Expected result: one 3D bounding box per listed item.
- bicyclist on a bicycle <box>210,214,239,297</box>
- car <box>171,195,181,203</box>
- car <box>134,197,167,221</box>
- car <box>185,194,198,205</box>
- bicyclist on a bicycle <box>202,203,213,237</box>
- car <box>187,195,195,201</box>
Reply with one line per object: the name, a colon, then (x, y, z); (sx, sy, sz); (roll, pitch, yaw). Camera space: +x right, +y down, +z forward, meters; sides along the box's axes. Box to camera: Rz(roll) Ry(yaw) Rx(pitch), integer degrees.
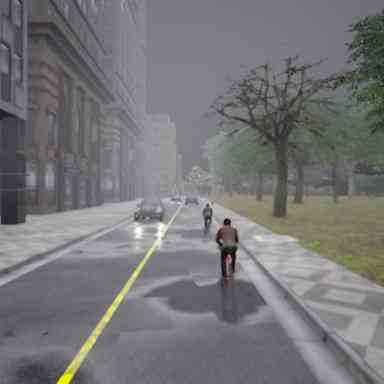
bicyclist on a bicycle: (0.811, 1.423, 7.524); (0.582, 1.620, 1.656); (0, 0, 0)
car: (-3.143, 1.284, 66.532); (1.882, 1.535, 5.008); (0, 0, 0)
car: (-3.146, 1.256, 25.741); (2.097, 1.767, 4.553); (0, 0, 0)
car: (-0.020, 1.180, 55.367); (2.097, 1.767, 4.553); (0, 0, 0)
bicyclist on a bicycle: (0.793, 1.389, 16.522); (0.582, 1.620, 1.656); (0, 0, 0)
car: (-0.152, 1.326, 77.340); (1.812, 1.442, 4.674); (0, 0, 0)
